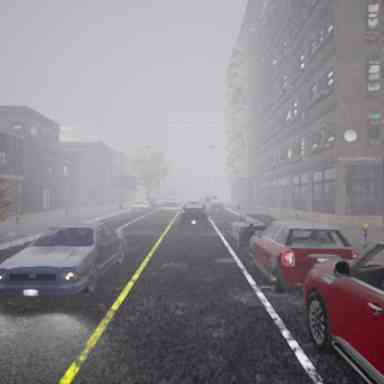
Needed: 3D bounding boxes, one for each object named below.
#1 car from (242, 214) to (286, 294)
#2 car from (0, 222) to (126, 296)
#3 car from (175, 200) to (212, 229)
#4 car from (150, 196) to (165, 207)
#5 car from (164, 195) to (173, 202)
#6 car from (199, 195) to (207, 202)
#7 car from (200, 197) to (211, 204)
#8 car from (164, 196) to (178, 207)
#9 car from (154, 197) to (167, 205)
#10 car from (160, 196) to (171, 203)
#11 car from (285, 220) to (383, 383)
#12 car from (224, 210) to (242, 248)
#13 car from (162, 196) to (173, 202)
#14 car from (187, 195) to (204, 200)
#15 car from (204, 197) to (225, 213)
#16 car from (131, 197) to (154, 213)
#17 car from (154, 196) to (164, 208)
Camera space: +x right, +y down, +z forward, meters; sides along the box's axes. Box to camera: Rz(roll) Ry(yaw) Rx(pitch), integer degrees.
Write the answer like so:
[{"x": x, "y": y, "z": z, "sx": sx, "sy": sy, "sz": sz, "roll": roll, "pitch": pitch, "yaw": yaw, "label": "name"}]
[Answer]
[{"x": 2.706, "y": 1.444, "z": 8.778, "sx": 1.967, "sy": 1.590, "sz": 4.097, "roll": 1, "pitch": 0, "yaw": 0, "label": "car"}, {"x": -3.101, "y": 1.552, "z": 9.060, "sx": 2.033, "sy": 1.411, "sz": 5.357, "roll": 0, "pitch": 0, "yaw": 0, "label": "car"}, {"x": 0.100, "y": 1.515, "z": 21.807, "sx": 1.837, "sy": 1.490, "sz": 4.892, "roll": 0, "pitch": 0, "yaw": 0, "label": "car"}, {"x": -5.641, "y": 1.475, "z": 54.214, "sx": 1.967, "sy": 1.590, "sz": 4.097, "roll": 1, "pitch": 0, "yaw": 0, "label": "car"}, {"x": -5.811, "y": 1.590, "z": 82.477, "sx": 1.752, "sy": 1.417, "sz": 4.829, "roll": 1, "pitch": 0, "yaw": 0, "label": "car"}, {"x": 2.754, "y": 1.505, "z": 82.702, "sx": 1.967, "sy": 1.590, "sz": 4.097, "roll": 1, "pitch": 0, "yaw": 0, "label": "car"}, {"x": 2.705, "y": 1.612, "z": 65.645, "sx": 1.947, "sy": 1.339, "sz": 4.313, "roll": 1, "pitch": 0, "yaw": 0, "label": "car"}, {"x": -3.075, "y": 1.595, "z": 50.300, "sx": 1.994, "sy": 1.385, "sz": 4.181, "roll": 0, "pitch": 0, "yaw": 0, "label": "car"}, {"x": -5.642, "y": 1.622, "z": 59.900, "sx": 1.802, "sy": 1.307, "sz": 4.206, "roll": 1, "pitch": 0, "yaw": 0, "label": "car"}, {"x": -5.642, "y": 1.617, "z": 71.273, "sx": 1.947, "sy": 1.339, "sz": 4.313, "roll": 1, "pitch": 0, "yaw": 0, "label": "car"}, {"x": 2.708, "y": 1.317, "z": 3.092, "sx": 2.192, "sy": 1.841, "sz": 5.009, "roll": 1, "pitch": 0, "yaw": 0, "label": "car"}, {"x": 2.704, "y": 1.573, "z": 14.466, "sx": 1.947, "sy": 1.339, "sz": 4.313, "roll": 1, "pitch": 0, "yaw": 0, "label": "car"}, {"x": -5.641, "y": 1.609, "z": 76.961, "sx": 2.008, "sy": 1.369, "sz": 4.403, "roll": 1, "pitch": 0, "yaw": 0, "label": "car"}, {"x": 0.100, "y": 1.515, "z": 39.933, "sx": 2.128, "sy": 1.511, "sz": 4.902, "roll": 0, "pitch": 0, "yaw": 0, "label": "car"}, {"x": 2.704, "y": 1.572, "z": 37.211, "sx": 2.008, "sy": 1.369, "sz": 4.403, "roll": 1, "pitch": 0, "yaw": 0, "label": "car"}, {"x": -5.642, "y": 1.546, "z": 36.983, "sx": 1.752, "sy": 1.417, "sz": 4.829, "roll": 1, "pitch": 0, "yaw": 0, "label": "car"}, {"x": -5.640, "y": 1.470, "z": 48.526, "sx": 1.967, "sy": 1.590, "sz": 4.097, "roll": 1, "pitch": 0, "yaw": 0, "label": "car"}]
